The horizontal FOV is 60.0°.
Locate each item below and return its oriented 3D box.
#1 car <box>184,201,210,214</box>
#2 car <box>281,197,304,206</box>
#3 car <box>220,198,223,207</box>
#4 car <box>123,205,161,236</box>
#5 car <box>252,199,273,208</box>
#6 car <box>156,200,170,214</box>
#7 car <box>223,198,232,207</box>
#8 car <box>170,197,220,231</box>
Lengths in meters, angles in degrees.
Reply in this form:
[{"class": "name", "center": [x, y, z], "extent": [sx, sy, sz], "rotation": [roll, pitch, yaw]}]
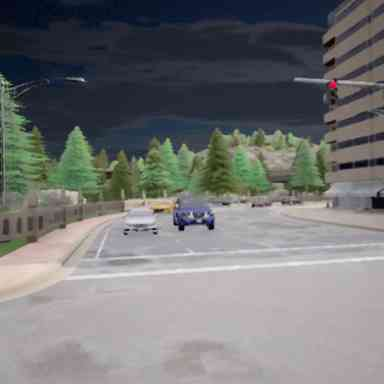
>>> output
[{"class": "car", "center": [0.710, 1.847, 40.159], "extent": [1.895, 1.301, 4.718], "rotation": [-1, 0, 16]}, {"class": "car", "center": [18.056, 1.616, 59.568], "extent": [4.902, 1.511, 2.128], "rotation": [-1, 0, -34]}, {"class": "car", "center": [4.923, 1.819, 56.524], "extent": [2.128, 1.511, 4.902], "rotation": [-1, -1, 38]}, {"class": "car", "center": [-3.037, 1.686, 19.742], "extent": [1.812, 1.442, 4.674], "rotation": [-1, 0, -9]}, {"class": "car", "center": [11.082, 1.742, 52.443], "extent": [1.994, 1.385, 4.181], "rotation": [-1, -1, 38]}, {"class": "car", "center": [-3.011, 1.773, 39.296], "extent": [1.882, 1.535, 5.008], "rotation": [-1, 0, 14]}, {"class": "car", "center": [7.684, 1.421, 54.382], "extent": [2.128, 1.511, 4.902], "rotation": [-1, -1, 38]}, {"class": "car", "center": [0.017, 1.354, 22.133], "extent": [2.150, 2.045, 5.566], "rotation": [-1, -1, -8]}]
